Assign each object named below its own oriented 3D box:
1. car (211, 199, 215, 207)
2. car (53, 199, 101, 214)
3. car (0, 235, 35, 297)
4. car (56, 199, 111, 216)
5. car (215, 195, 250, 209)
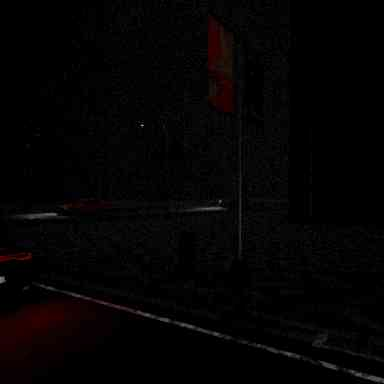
[{"bbox_3d":[4.938,1.299,49.490,4.553,1.767,2.097,0,0,-41],"label":"car"},{"bbox_3d":[-11.908,1.492,34.580,4.181,1.385,1.994,0,0,-42],"label":"car"},{"bbox_3d":[-5.584,1.476,7.382,5.008,1.535,1.882,-1,0,33],"label":"car"},{"bbox_3d":[-10.235,1.419,31.717,5.008,1.535,1.882,0,0,-42],"label":"car"},{"bbox_3d":[6.002,1.451,46.100,4.902,1.511,2.128,0,0,-41],"label":"car"}]
